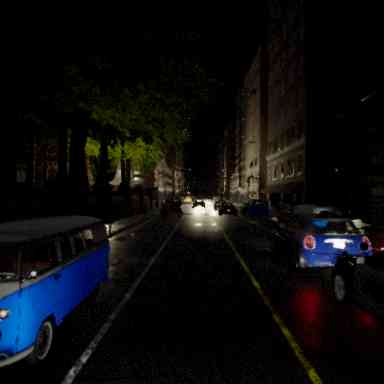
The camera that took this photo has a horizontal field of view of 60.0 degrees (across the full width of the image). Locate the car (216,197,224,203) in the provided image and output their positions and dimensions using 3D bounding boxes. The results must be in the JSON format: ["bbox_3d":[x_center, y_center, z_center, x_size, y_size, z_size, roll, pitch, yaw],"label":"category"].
[{"bbox_3d":[7.930,2.122,93.626,1.967,1.590,4.097,1,0,1],"label":"car"}]

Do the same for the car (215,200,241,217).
[{"bbox_3d":[3.808,1.855,35.960,1.994,1.385,4.181,1,0,2],"label":"car"}]

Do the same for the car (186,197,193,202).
[{"bbox_3d":[-0.594,2.091,93.784,1.887,1.381,4.507,1,0,1],"label":"car"}]

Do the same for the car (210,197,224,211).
[{"bbox_3d":[3.944,1.844,46.265,2.128,1.511,4.902,1,0,-1],"label":"car"}]

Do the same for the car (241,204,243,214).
[{"bbox_3d":[6.689,1.923,39.263,1.947,1.339,4.313,1,0,1],"label":"car"}]

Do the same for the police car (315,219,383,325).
[{"bbox_3d":[3.964,1.527,5.438,1.930,1.638,5.238,1,0,1],"label":"police car"}]

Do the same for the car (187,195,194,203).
[{"bbox_3d":[-0.970,1.967,77.267,1.752,1.417,4.829,1,0,1],"label":"car"}]

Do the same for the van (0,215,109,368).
[{"bbox_3d":[-2.605,1.337,5.479,1.690,1.788,3.998,1,0,1],"label":"van"}]

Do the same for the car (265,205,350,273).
[{"bbox_3d":[4.098,1.494,11.296,2.097,1.767,4.553,1,0,1],"label":"car"}]

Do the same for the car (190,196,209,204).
[{"bbox_3d":[1.066,1.729,49.404,1.994,1.385,4.181,1,0,1],"label":"car"}]

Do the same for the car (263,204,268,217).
[{"bbox_3d":[6.302,1.794,22.287,1.887,1.381,4.507,1,0,1],"label":"car"}]

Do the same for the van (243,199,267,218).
[{"bbox_3d":[6.563,1.663,33.606,1.690,1.788,3.998,1,0,1],"label":"van"}]

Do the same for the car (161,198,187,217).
[{"bbox_3d":[-1.959,1.501,33.761,2.192,1.841,5.009,1,0,1],"label":"car"}]

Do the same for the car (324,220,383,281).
[{"bbox_3d":[6.043,1.754,10.969,1.802,1.307,4.206,1,0,1],"label":"car"}]
